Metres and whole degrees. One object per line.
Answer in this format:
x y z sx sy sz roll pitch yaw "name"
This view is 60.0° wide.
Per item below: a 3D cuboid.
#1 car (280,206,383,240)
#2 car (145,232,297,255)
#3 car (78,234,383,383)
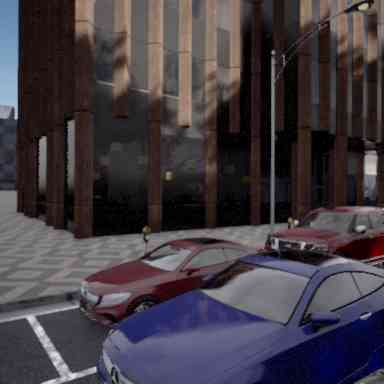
4.387 1.376 9.794 5.009 1.841 2.192 0 0 -36 "car"
-0.051 1.607 6.617 4.206 1.307 1.802 0 0 -36 "car"
1.195 1.548 4.235 4.674 1.442 1.812 1 0 -36 "car"
